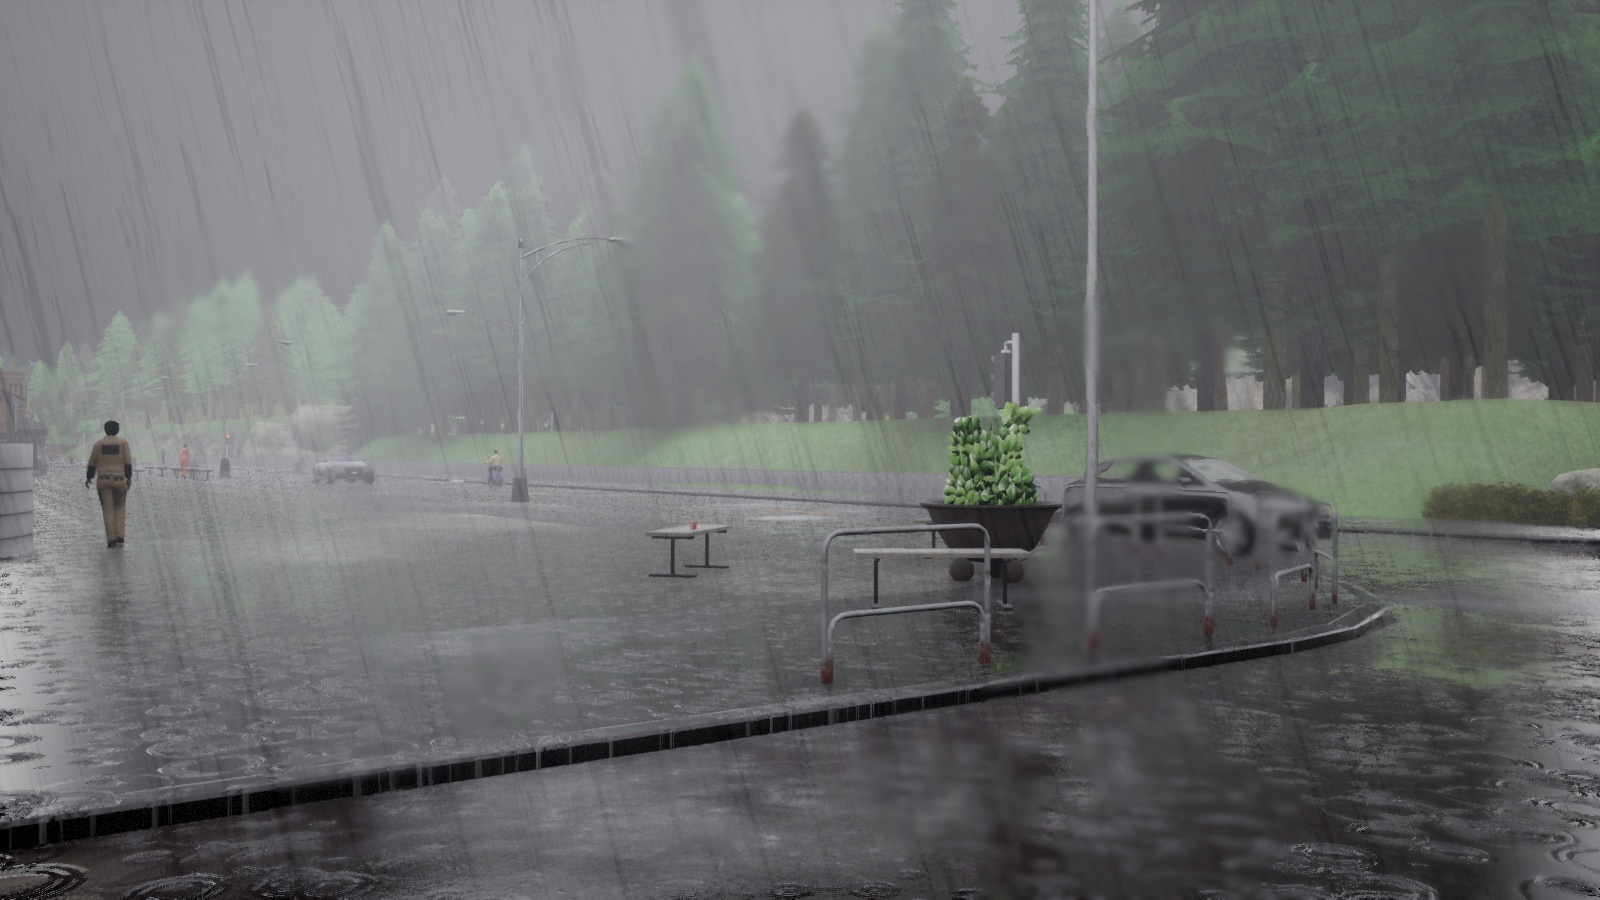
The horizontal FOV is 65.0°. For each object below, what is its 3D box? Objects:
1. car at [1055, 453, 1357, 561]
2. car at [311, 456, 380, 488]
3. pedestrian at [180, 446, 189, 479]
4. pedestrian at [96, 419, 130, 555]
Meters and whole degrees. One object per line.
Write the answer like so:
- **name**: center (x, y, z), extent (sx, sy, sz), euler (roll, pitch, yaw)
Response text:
- **car**: center (6.121, 0.793, 19.396), extent (1.816, 1.474, 4.193), euler (0, 0, -35)
- **car**: center (-21.141, 0.996, 58.322), extent (1.994, 1.385, 4.181), euler (0, 0, -35)
- **pedestrian**: center (-35.025, 0.704, 71.464), extent (0.345, 1.836, 0.594), euler (0, 0, -34)
- **pedestrian**: center (-9.958, 0.520, 18.215), extent (0.396, 1.930, 0.692), euler (0, 0, -26)
